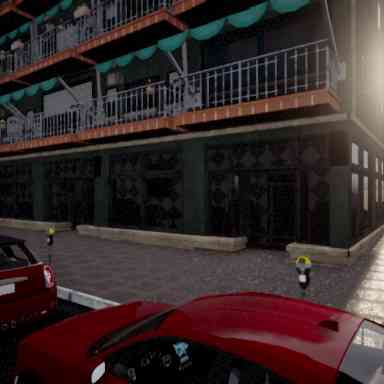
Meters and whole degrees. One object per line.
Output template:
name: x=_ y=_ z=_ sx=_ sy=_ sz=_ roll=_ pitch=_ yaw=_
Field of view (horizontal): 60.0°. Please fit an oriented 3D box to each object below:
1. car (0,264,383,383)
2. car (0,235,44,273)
car: x=0.312 y=1.545 z=2.656 sx=4.507 sy=1.381 sz=1.887 roll=0 pitch=0 yaw=36
car: x=-4.273 y=1.439 z=5.935 sx=4.097 sy=1.590 sz=1.967 roll=0 pitch=0 yaw=36
